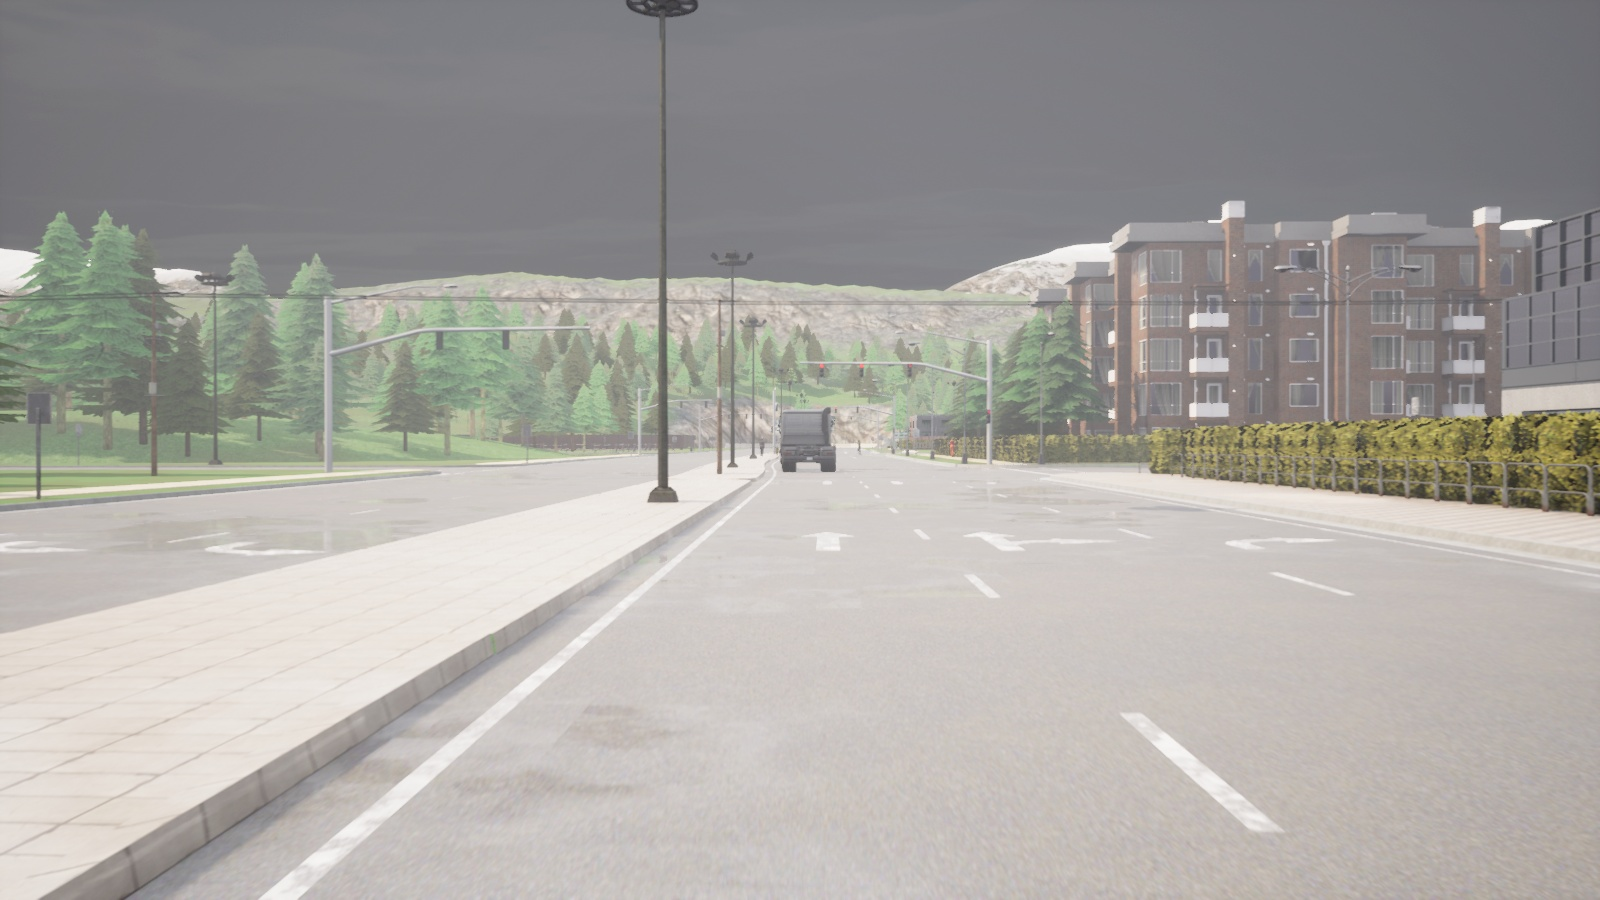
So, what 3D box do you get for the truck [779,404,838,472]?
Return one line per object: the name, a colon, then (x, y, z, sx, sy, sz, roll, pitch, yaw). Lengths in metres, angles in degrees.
truck: (0.376, -0.616, 67.510, 2.891, 3.462, 7.936, 0, 0, -1)
